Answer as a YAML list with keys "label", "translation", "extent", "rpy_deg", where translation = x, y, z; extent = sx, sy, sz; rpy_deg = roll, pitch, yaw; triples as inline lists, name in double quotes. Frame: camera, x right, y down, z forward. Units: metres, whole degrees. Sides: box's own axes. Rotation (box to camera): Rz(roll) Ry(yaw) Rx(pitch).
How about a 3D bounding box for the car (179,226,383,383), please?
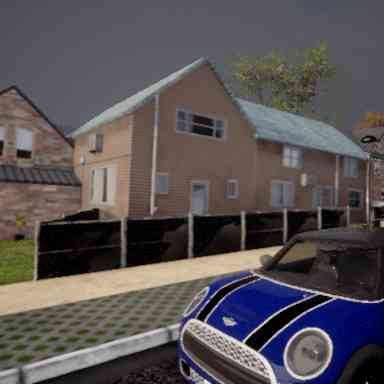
- label: "car"
  translation: [2.051, 1.337, 4.505]
  extent: [4.553, 1.767, 2.097]
  rpy_deg: [0, 0, -35]
